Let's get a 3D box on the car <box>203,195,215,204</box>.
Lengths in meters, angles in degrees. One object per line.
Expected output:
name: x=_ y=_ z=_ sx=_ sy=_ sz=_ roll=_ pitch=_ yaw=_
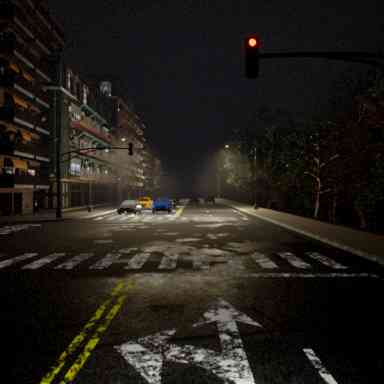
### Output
car: x=3.543 y=1.525 z=66.077 sx=1.837 sy=1.490 sz=4.892 roll=0 pitch=0 yaw=0

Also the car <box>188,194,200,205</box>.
car: x=0.353 y=1.507 z=57.251 sx=2.128 sy=1.511 sz=4.902 roll=0 pitch=0 yaw=0

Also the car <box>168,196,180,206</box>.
car: x=-3.004 y=1.518 z=55.900 sx=1.837 sy=1.490 sz=4.892 roll=0 pitch=0 yaw=0

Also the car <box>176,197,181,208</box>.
car: x=-3.090 y=1.500 z=45.838 sx=2.128 sy=1.511 sz=4.902 roll=0 pitch=0 yaw=1

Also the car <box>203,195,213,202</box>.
car: x=3.590 y=1.498 z=76.496 sx=2.033 sy=1.411 sz=5.357 roll=0 pitch=0 yaw=0

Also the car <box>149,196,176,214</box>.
car: x=-3.179 y=1.482 z=36.357 sx=1.882 sy=1.535 sz=5.008 roll=0 pitch=0 yaw=1

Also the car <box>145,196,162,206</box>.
car: x=-6.260 y=1.504 z=54.712 sx=2.128 sy=1.511 sz=4.902 roll=0 pitch=0 yaw=0

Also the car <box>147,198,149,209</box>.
car: x=-6.354 y=1.485 z=44.572 sx=1.882 sy=1.535 sz=5.008 roll=0 pitch=0 yaw=1

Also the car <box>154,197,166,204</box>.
car: x=-6.212 y=1.620 z=65.036 sx=1.895 sy=1.301 sz=4.718 roll=0 pitch=0 yaw=0

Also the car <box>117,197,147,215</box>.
car: x=-6.438 y=1.551 z=34.920 sx=2.033 sy=1.411 sz=5.357 roll=0 pitch=0 yaw=0
